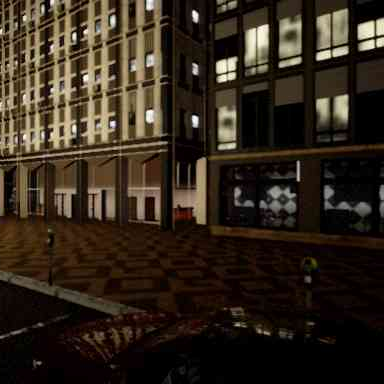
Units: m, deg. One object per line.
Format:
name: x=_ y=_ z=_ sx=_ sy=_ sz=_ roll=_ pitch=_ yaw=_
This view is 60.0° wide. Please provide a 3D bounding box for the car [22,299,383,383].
car: x=0.366 y=1.582 z=2.612 sx=4.206 sy=1.307 sz=1.802 roll=0 pitch=0 yaw=36
